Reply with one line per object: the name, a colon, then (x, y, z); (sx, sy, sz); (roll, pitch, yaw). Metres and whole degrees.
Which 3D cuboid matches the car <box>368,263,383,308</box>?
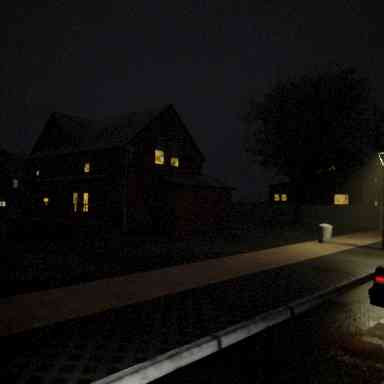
car: (5.569, 1.628, 7.063); (5.357, 1.411, 2.033); (1, -1, -43)
